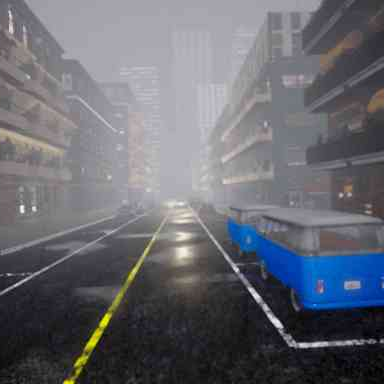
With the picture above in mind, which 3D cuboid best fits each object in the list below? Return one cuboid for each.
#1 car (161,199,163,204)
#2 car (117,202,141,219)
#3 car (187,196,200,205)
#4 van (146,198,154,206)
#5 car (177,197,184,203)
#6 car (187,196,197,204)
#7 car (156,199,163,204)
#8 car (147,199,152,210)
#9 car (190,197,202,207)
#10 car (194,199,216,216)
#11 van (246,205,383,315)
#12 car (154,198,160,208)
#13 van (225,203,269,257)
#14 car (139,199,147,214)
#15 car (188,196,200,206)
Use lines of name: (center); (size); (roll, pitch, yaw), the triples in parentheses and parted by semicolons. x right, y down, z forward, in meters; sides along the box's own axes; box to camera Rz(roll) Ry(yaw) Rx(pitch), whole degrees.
car: (-8.654, 2.458, 85.350); (1.802, 1.307, 4.206); (-3, 0, -2)
car: (-6.806, 2.063, 34.967); (1.802, 1.307, 4.206); (-3, 0, -2)
car: (0.710, 1.658, 57.636); (2.192, 1.841, 5.009); (-3, 0, -2)
van: (-7.424, 1.953, 51.763); (1.690, 1.788, 3.998); (-3, 0, -2)
car: (-3.174, 2.238, 91.383); (2.033, 1.411, 5.357); (-2, 0, -2)
car: (-0.096, 1.834, 80.029); (2.192, 1.841, 5.009); (-3, 0, -2)
car: (-8.856, 2.503, 90.948); (1.802, 1.307, 4.206); (-3, 0, -2)
car: (-7.211, 2.119, 46.163); (2.008, 1.369, 4.403); (-3, 0, -2)
car: (1.118, 1.782, 46.608); (1.752, 1.417, 4.829); (-3, 0, -2)
car: (1.531, 1.750, 35.241); (1.802, 1.307, 4.206); (-3, 0, -2)
van: (2.526, 1.292, 7.250); (1.690, 1.788, 3.998); (-3, 0, -2)
car: (-7.851, 2.015, 62.959); (2.192, 1.841, 5.009); (-3, 0, -2)
van: (2.325, 1.336, 12.849); (1.690, 1.788, 3.998); (-3, 0, -2)
car: (-7.015, 1.965, 40.566); (1.967, 1.590, 4.097); (-3, 0, -2)
car: (0.307, 1.746, 68.832); (2.192, 1.841, 5.009); (-3, 0, -2)
